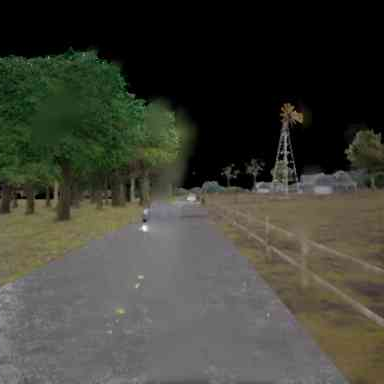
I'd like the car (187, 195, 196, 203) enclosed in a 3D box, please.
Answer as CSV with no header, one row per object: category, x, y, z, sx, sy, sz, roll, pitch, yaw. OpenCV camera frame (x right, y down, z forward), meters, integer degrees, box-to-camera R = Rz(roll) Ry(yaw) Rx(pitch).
car,-0.123,1.702,86.315,2.150,2.045,5.566,0,0,0

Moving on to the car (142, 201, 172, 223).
car,-2.796,1.522,27.422,2.097,1.767,4.553,0,0,0
